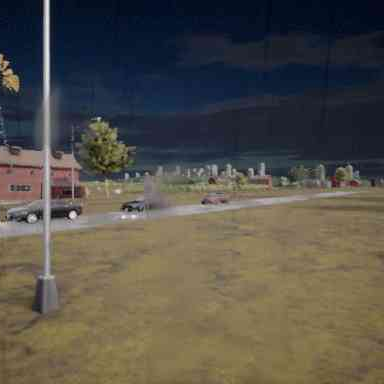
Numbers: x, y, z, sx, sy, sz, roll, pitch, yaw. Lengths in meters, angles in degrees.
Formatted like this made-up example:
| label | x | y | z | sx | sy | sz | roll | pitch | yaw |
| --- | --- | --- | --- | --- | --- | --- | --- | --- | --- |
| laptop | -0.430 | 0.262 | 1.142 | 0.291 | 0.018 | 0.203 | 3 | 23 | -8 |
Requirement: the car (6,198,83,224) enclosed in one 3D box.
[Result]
| label | x | y | z | sx | sy | sz | roll | pitch | yaw |
| --- | --- | --- | --- | --- | --- | --- | --- | --- | --- |
| car | -9.778 | 1.213 | 22.376 | 1.837 | 1.490 | 4.892 | 1 | 2 | 37 |

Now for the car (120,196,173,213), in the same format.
| label | x | y | z | sx | sy | sz | roll | pitch | yaw |
| --- | --- | --- | --- | --- | --- | --- | --- | --- | --- |
| car | -3.979 | 1.060 | 30.352 | 2.033 | 1.411 | 5.357 | 1 | 2 | 36 |

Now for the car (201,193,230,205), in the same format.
| label | x | y | z | sx | sy | sz | roll | pitch | yaw |
| --- | --- | --- | --- | --- | --- | --- | --- | --- | --- |
| car | 2.821 | 0.839 | 39.759 | 1.994 | 1.385 | 4.181 | 1 | 2 | 35 |
